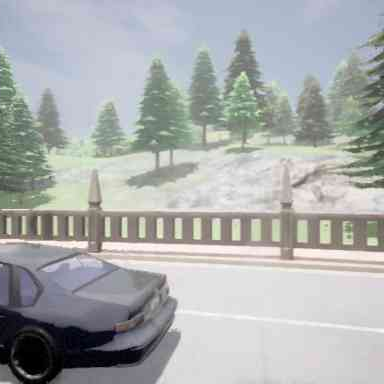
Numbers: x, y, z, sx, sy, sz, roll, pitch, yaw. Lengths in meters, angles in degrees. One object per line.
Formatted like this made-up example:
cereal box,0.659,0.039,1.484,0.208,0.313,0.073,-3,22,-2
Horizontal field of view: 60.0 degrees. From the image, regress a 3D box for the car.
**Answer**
car,-2.934,1.517,4.937,5.357,1.411,2.033,0,0,13
